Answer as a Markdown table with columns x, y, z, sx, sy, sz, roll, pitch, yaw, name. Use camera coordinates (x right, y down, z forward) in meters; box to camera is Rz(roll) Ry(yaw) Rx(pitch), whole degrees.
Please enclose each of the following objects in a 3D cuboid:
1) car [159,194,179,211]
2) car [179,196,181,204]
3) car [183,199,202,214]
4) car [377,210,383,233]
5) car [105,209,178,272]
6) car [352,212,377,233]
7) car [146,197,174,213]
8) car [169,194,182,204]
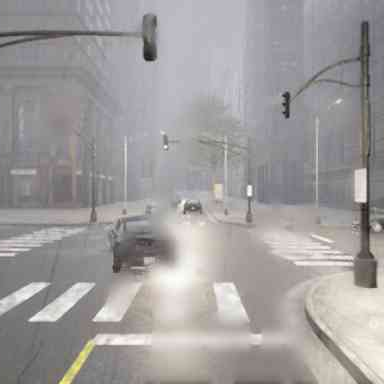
| x | y | z | sx | sy | sz | roll | pitch | yaw | name |
| --- | --- | --- | --- | --- | --- | --- | --- | --- | --- |
| -3.083 | 1.230 | 40.356 | 2.150 | 2.045 | 5.566 | 0 | 0 | 1 | car |
| -3.017 | 1.460 | 50.350 | 2.128 | 1.511 | 4.902 | 0 | 0 | 0 | car |
| 0.076 | 1.500 | 36.320 | 1.882 | 1.535 | 5.008 | 0 | 0 | 0 | car |
| 13.093 | 1.369 | 17.170 | 5.566 | 2.045 | 2.150 | 0 | 0 | 0 | car |
| -1.769 | 1.542 | 11.021 | 1.837 | 1.490 | 4.892 | 1 | 0 | -16 | car |
| 11.923 | 1.699 | 19.843 | 4.403 | 1.369 | 2.008 | 0 | -1 | 0 | car |
| -3.100 | 1.529 | 30.470 | 2.128 | 1.511 | 4.902 | 0 | 0 | 0 | car |
| -3.021 | 1.266 | 60.638 | 2.097 | 1.767 | 4.553 | 0 | 0 | 0 | car |
